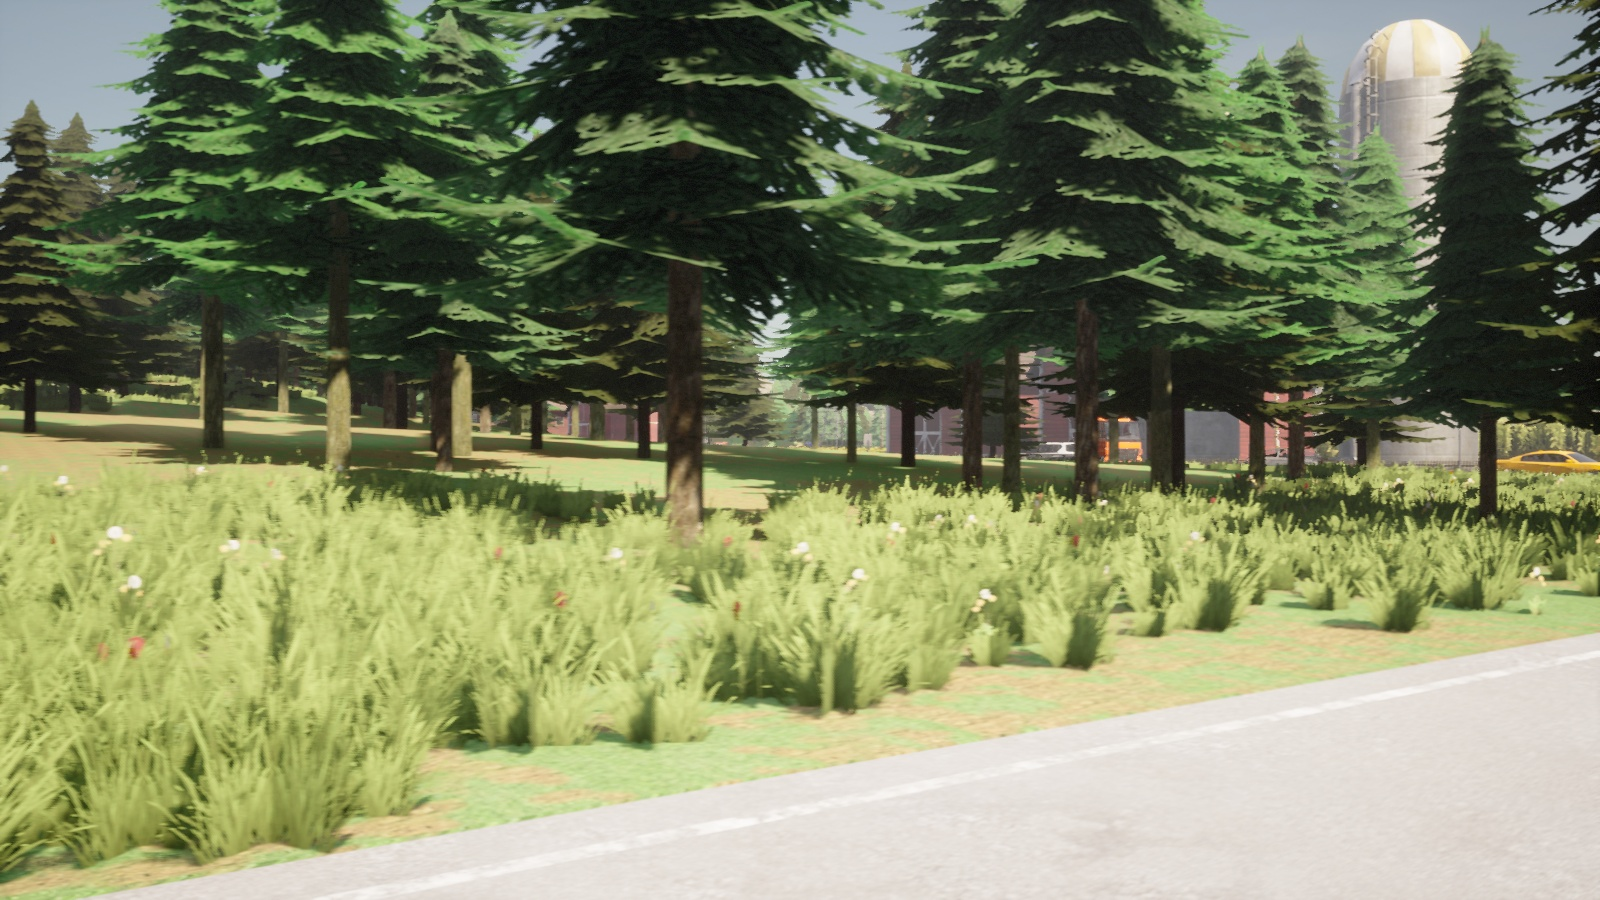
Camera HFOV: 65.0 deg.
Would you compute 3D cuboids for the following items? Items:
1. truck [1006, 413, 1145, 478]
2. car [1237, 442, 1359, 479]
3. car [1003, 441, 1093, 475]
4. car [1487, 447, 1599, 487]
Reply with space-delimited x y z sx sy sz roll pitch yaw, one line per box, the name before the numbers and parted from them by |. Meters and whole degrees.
truck | 15.524 -0.235 71.377 2.891 3.462 7.936 0 0 -34
car | 23.564 0.480 59.591 2.152 1.651 5.027 0 0 -34
car | 15.320 0.482 77.887 2.150 2.045 5.566 0 0 -34
car | 30.254 0.641 49.786 1.882 1.535 5.008 0 0 -34
